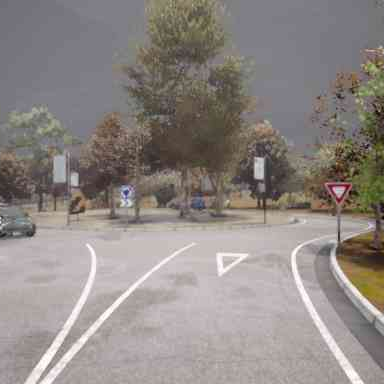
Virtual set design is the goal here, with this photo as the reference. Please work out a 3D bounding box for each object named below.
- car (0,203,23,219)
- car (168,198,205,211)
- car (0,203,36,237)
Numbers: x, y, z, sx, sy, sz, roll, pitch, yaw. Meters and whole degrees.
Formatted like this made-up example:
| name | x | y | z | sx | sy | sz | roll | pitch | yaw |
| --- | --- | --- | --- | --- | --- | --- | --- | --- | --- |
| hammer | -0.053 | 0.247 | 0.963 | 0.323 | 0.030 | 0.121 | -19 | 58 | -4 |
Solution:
| name | x | y | z | sx | sy | sz | roll | pitch | yaw |
| --- | --- | --- | --- | --- | --- | --- | --- | --- | --- |
| car | -19.662 | 1.957 | 34.265 | 1.837 | 1.490 | 4.892 | -1 | -1 | 2 |
| car | -0.753 | 1.886 | 50.449 | 5.566 | 2.045 | 2.150 | 1 | -1 | 12 |
| car | -10.262 | 1.522 | 18.197 | 2.097 | 1.767 | 4.553 | 1 | -1 | -44 |
